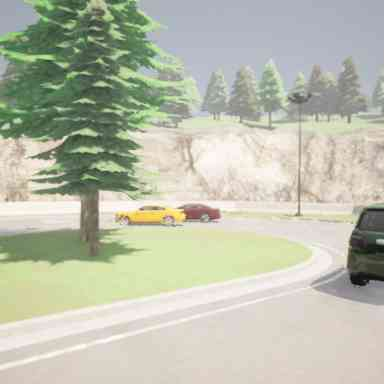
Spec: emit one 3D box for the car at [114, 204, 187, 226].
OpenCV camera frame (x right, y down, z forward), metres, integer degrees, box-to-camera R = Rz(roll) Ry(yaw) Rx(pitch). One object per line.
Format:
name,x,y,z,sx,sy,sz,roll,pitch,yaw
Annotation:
car,-3.039,1.599,23.765,5.008,1.535,1.882,1,-2,0

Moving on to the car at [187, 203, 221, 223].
car,-0.165,1.645,27.162,5.008,1.535,1.882,0,-1,12

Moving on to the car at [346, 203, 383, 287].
car,5.863,1.324,8.818,2.150,2.045,5.566,1,0,41
